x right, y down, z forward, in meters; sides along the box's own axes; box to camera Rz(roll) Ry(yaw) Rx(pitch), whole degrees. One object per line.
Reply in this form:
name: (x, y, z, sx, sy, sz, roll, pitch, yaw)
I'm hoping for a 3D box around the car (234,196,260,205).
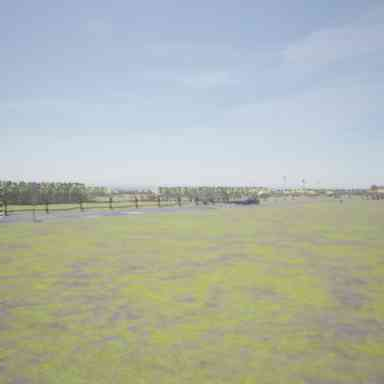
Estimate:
car: (9.093, 1.400, 54.671, 2.033, 1.411, 5.357, 1, 1, 44)
